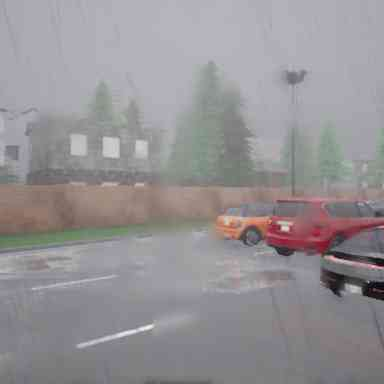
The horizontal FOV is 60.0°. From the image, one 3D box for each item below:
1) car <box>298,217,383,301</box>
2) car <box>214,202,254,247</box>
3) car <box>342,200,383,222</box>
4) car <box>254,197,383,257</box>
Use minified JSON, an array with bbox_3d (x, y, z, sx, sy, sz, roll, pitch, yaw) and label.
[{"bbox_3d":[4.797,1.475,7.204,4.902,1.511,2.128,0,0,-35],"label":"car"},{"bbox_3d":[3.294,1.329,15.156,4.553,1.767,2.097,0,0,-31],"label":"car"},{"bbox_3d":[14.258,1.449,26.702,4.892,1.490,1.837,0,0,-36],"label":"car"},{"bbox_3d":[5.017,1.198,11.639,5.566,2.045,2.150,0,0,-35],"label":"car"}]
